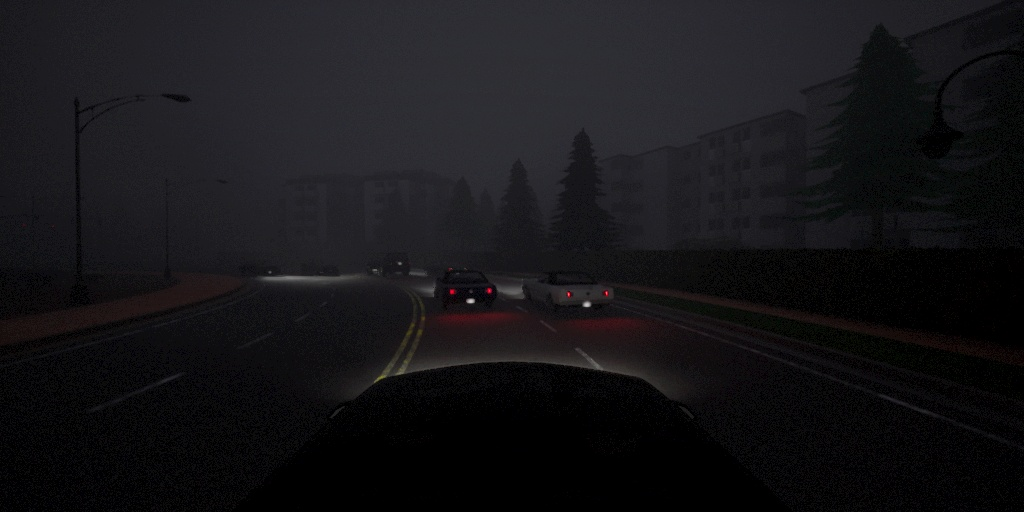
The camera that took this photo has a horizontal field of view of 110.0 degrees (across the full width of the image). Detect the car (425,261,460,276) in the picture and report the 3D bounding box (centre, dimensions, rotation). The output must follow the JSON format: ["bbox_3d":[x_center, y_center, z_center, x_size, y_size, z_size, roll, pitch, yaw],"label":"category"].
[{"bbox_3d":[-5.451,1.051,29.274,1.895,1.301,4.718,-1,1,-34],"label":"car"}]

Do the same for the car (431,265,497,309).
[{"bbox_3d":[-2.026,1.212,14.311,1.895,1.301,4.718,0,1,-16],"label":"car"}]

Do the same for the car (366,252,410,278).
[{"bbox_3d":[-10.476,0.673,30.168,2.150,2.045,5.566,0,1,-39],"label":"car"}]

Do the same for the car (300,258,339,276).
[{"bbox_3d":[-17.049,0.927,31.741,5.008,1.535,1.882,0,1,42],"label":"car"}]

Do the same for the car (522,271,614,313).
[{"bbox_3d":[1.826,1.213,13.469,1.895,1.301,4.718,0,1,-14],"label":"car"}]

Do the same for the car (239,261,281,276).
[{"bbox_3d":[-22.300,1.063,31.747,4.718,1.301,1.895,0,1,37],"label":"car"}]
